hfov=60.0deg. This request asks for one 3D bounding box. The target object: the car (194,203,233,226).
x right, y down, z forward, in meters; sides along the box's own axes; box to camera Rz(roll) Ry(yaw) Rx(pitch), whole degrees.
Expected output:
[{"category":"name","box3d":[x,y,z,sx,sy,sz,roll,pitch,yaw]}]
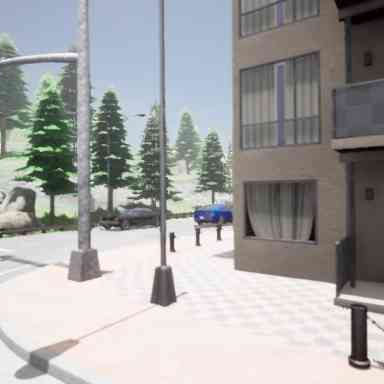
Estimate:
[{"category":"car","box3d":[2.079,1.614,24.646,1.882,1.535,5.008,-1,-1,35]}]

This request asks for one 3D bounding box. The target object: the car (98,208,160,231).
[{"category":"car","box3d":[-3.933,1.762,22.288,1.895,1.301,4.718,-1,0,35]}]

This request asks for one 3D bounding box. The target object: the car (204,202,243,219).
[{"category":"car","box3d":[3.157,1.724,32.474,1.994,1.385,4.181,-1,0,35]}]
